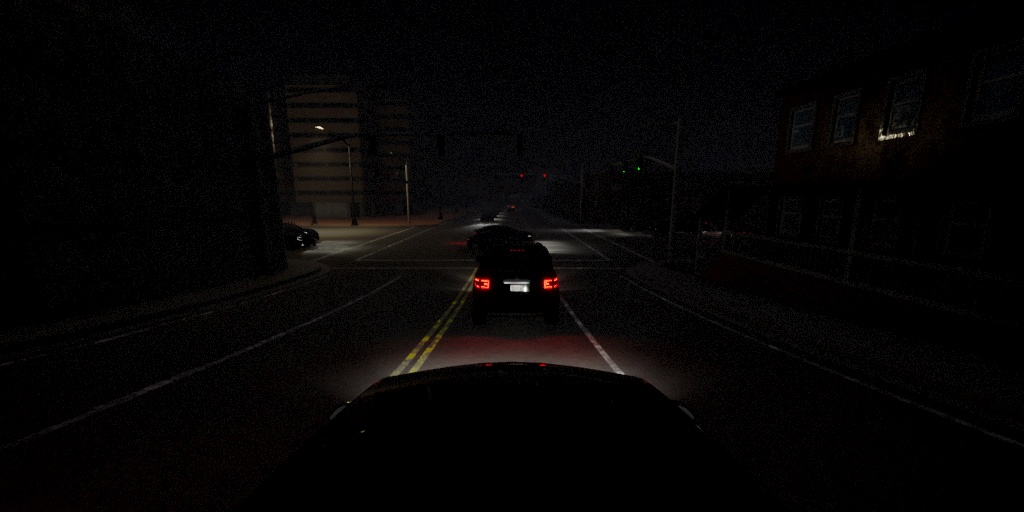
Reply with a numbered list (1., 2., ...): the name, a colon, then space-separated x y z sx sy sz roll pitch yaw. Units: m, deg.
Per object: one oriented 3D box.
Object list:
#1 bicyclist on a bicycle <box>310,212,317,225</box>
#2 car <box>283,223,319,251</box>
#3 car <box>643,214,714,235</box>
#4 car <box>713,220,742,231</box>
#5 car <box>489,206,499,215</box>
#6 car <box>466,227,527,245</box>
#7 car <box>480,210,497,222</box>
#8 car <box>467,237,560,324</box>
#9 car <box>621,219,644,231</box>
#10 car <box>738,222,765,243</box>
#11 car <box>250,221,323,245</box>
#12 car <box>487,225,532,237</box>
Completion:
1. bicyclist on a bicycle: -25.360 -4.770 45.816 0.582 1.620 1.656 0 10 0
2. car: -16.883 -1.359 26.112 4.553 1.767 2.097 0 10 0
3. car: 16.890 -3.267 36.614 5.566 2.045 2.150 0 10 0
4. car: 23.847 -3.551 40.097 4.674 1.442 1.812 0 10 0
5. car: -3.701 -7.430 62.823 1.812 1.442 4.674 0 10 0
6. car: -1.217 -1.143 26.139 4.181 1.385 1.994 0 10 0
7. car: -3.707 -5.864 54.075 1.895 1.301 4.718 0 10 0
8. car: 0.066 0.605 10.697 2.150 2.045 5.566 0 4 -1
9. car: 14.768 -3.484 40.141 4.718 1.301 1.895 0 10 0
10. car: 21.486 -1.777 29.558 4.892 1.490 1.837 0 10 0
11. car: -18.496 -1.948 29.568 4.553 1.767 2.097 0 10 0
12. car: -0.738 -1.788 29.578 4.892 1.490 1.837 0 10 0
